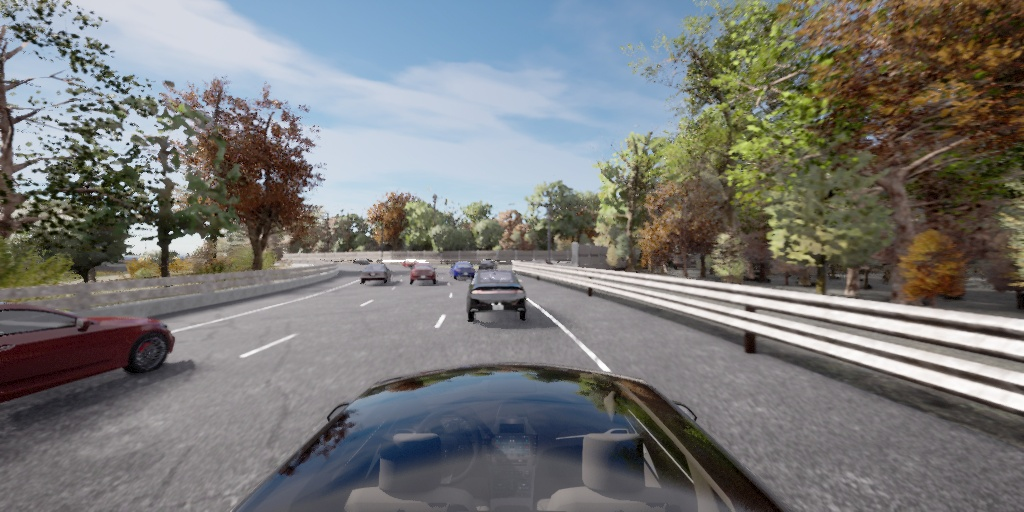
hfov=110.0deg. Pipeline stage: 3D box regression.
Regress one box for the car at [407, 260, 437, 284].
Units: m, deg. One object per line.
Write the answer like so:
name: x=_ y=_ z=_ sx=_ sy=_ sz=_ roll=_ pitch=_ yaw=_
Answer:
car: x=-6.789 y=1.295 z=27.404 sx=1.812 sy=1.442 sz=4.674 roll=0 pitch=0 yaw=-14

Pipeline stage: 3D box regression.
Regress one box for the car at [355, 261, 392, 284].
car: x=-10.340 y=1.330 z=27.429 sx=2.033 sy=1.411 sz=5.357 roll=0 pitch=0 yaw=-15

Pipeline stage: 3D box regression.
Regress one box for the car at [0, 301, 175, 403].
car: x=-7.094 y=1.301 z=4.629 sx=1.812 sy=1.442 sz=4.674 roll=0 pitch=0 yaw=-2

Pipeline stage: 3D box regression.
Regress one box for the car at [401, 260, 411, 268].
car: x=-17.432 y=1.402 z=61.259 sx=1.895 sy=1.301 sz=4.718 roll=0 pitch=0 yaw=-32

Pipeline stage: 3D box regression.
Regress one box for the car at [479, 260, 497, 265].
car: x=-3.105 y=1.277 z=47.754 sx=1.812 sy=1.442 sz=4.674 roll=0 pitch=0 yaw=10

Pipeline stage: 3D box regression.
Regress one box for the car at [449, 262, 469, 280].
car: x=-4.425 y=1.286 z=31.746 sx=1.812 sy=1.442 sz=4.674 roll=0 pitch=0 yaw=-15

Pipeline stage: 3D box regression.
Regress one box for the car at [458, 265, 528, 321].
car: x=-0.599 y=1.241 z=12.567 sx=2.128 sy=1.511 sz=4.902 roll=0 pitch=0 yaw=-5
